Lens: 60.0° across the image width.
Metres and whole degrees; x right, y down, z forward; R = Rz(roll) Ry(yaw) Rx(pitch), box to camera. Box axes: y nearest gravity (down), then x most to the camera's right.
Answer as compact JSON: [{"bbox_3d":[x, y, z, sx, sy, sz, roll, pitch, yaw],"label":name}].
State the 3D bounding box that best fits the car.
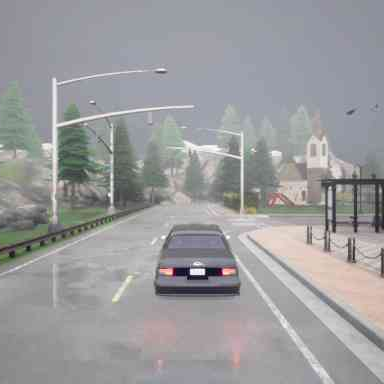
[{"bbox_3d":[0.103,1.547,8.762,2.033,1.411,5.357,0,0,0],"label":"car"}]
